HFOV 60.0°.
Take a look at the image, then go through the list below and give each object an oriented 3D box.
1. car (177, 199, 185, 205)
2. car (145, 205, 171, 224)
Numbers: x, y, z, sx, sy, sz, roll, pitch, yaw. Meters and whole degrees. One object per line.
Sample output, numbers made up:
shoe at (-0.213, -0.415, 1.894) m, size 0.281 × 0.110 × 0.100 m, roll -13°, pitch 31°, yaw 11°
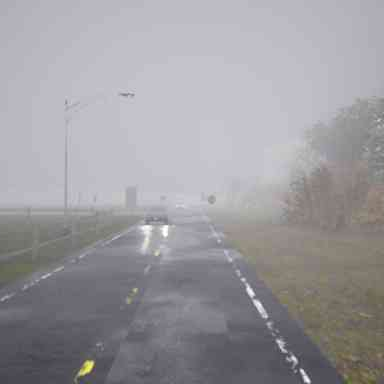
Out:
car at (-2.759, 2.555, 82.801) m, size 1.812 × 1.442 × 4.674 m, roll 0°, pitch -1°, yaw 0°
car at (-2.800, 1.867, 28.025) m, size 1.837 × 1.490 × 4.892 m, roll 0°, pitch -1°, yaw 0°
